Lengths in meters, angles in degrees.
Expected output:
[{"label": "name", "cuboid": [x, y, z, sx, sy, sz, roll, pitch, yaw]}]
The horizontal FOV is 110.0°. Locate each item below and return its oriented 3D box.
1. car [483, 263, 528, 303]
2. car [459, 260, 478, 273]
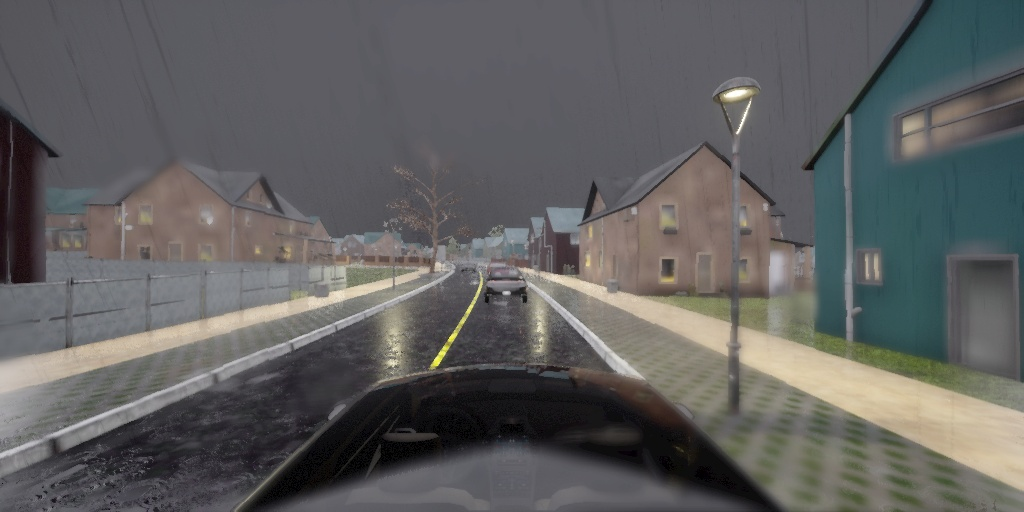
[{"label": "car", "cuboid": [-0.321, 1.247, 16.571, 2.128, 1.511, 4.902, 0, 0, -2]}, {"label": "car", "cuboid": [-5.366, 1.314, 44.271, 1.837, 1.490, 4.892, 0, 0, -7]}]
